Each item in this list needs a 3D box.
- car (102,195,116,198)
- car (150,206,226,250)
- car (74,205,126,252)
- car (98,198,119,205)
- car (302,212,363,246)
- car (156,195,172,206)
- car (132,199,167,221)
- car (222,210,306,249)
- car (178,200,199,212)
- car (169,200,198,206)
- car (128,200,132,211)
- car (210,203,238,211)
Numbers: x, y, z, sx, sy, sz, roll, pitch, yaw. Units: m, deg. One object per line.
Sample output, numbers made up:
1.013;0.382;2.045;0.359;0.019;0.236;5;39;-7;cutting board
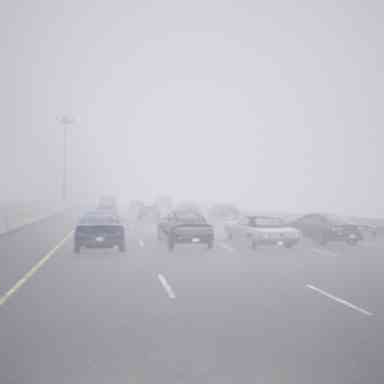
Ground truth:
-10.737;1.380;43.046;2.150;2.045;5.566;1;0;-13;car
-0.417;1.597;14.871;2.128;1.511;4.902;1;0;-13;car
-3.863;1.529;14.246;1.882;1.535;5.008;1;0;-13;car
-7.302;1.600;28.649;2.128;1.511;4.902;1;0;-13;car
6.373;1.735;16.569;1.812;1.442;4.674;1;0;-13;car
-3.929;1.490;44.670;2.150;2.045;5.566;1;0;-13;car
-3.898;1.654;29.459;2.128;1.511;4.902;1;0;-13;car
3.028;1.758;15.494;1.895;1.301;4.718;1;0;-13;car
-0.522;1.835;45.451;1.837;1.490;4.892;1;0;-13;car
-0.497;1.724;30.286;1.837;1.490;4.892;1;0;-13;car
-7.330;1.725;43.827;1.837;1.490;4.892;1;0;-13;car
2.907;1.779;31.093;1.837;1.490;4.892;1;0;-13;car
